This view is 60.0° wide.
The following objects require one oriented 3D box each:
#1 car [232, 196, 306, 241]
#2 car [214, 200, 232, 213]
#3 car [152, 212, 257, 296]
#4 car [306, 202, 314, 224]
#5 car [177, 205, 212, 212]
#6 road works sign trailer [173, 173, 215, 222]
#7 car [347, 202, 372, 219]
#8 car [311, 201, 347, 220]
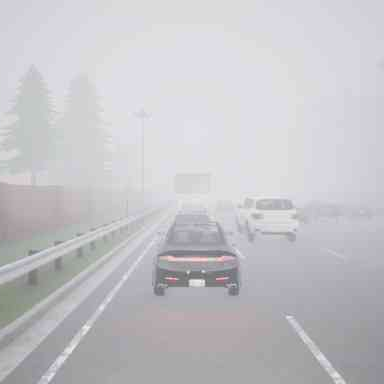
[{"bbox_3d":[3.589,1.220,16.697,2.150,2.045,5.566,0,0,0],"label":"car"},{"bbox_3d":[3.573,1.547,36.927,2.033,1.411,5.357,0,0,0],"label":"car"},{"bbox_3d":[0.094,1.491,8.658,2.128,1.511,4.902,0,0,0],"label":"car"},{"bbox_3d":[7.082,1.564,24.623,1.994,1.385,4.181,0,0,0],"label":"car"},{"bbox_3d":[0.113,1.474,19.077,1.882,1.535,5.008,0,0,4],"label":"car"},{"bbox_3d":[0.056,0.464,22.997,2.380,3.560,2.880,0,0,-2],"label":"road works sign trailer"},{"bbox_3d":[14.078,1.563,29.582,1.994,1.385,4.181,0,0,0],"label":"car"},{"bbox_3d":[10.580,1.492,27.894,2.128,1.511,4.902,0,0,0],"label":"car"}]
